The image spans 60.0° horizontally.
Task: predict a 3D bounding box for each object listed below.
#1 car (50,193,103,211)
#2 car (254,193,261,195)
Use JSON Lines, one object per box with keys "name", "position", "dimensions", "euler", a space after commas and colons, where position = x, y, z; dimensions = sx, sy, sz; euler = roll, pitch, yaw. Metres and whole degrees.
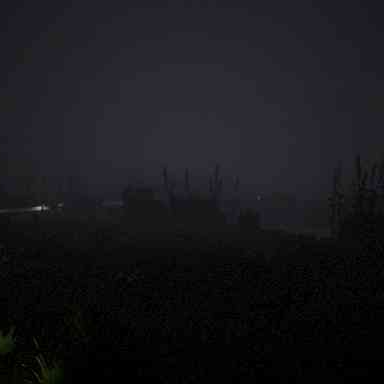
{"name": "car", "position": [-10.576, 0.961, 30.403], "dimensions": [2.097, 1.767, 4.553], "euler": [0, 3, 40]}
{"name": "car", "position": [11.235, 0.795, 53.742], "dimensions": [2.097, 1.767, 4.553], "euler": [0, -2, 43]}
